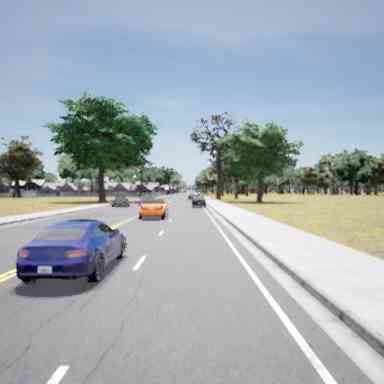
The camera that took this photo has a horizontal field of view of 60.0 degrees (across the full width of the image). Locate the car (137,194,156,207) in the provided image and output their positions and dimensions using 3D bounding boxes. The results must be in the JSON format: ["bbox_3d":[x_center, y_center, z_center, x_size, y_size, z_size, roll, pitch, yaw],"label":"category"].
[{"bbox_3d":[-6.586,1.216,48.464,2.097,1.767,4.553,0,0,0],"label":"car"}]

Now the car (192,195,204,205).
[{"bbox_3d":[0.962,1.352,56.072,1.837,1.490,4.892,0,0,0],"label":"car"}]

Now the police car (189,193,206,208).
[{"bbox_3d":[0.964,1.294,46.181,1.930,1.638,5.238,0,0,0],"label":"police car"}]

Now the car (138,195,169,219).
[{"bbox_3d":[-3.155,1.266,28.146,2.097,1.767,4.553,0,0,0],"label":"car"}]

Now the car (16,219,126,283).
[{"bbox_3d":[-3.151,1.491,9.415,1.812,1.442,4.674,0,0,0],"label":"car"}]

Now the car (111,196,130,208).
[{"bbox_3d":[-9.842,1.372,45.895,1.837,1.490,4.892,0,1,0],"label":"car"}]
